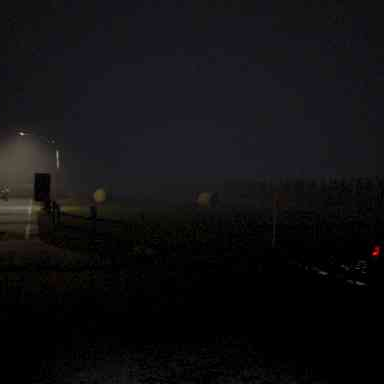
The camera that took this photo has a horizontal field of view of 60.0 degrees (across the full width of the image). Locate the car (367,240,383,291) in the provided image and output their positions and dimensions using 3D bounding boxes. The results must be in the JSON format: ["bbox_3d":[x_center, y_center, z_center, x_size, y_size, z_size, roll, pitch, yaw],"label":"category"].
[{"bbox_3d":[6.382,1.505,7.835,4.553,1.767,2.097,1,1,-27],"label":"car"}]

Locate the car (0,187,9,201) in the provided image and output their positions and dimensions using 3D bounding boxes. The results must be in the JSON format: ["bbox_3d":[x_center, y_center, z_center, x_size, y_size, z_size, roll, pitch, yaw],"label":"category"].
[{"bbox_3d":[-28.116,0.285,48.727,2.150,2.045,5.566,1,0,-26],"label":"car"}]
